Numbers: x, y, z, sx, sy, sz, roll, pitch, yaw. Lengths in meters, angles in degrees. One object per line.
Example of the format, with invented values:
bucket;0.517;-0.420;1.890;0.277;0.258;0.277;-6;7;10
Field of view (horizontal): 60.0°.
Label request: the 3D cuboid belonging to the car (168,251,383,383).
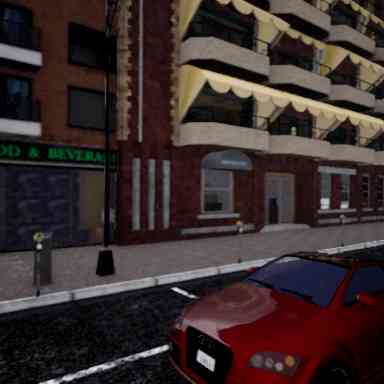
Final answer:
car;1.767;1.588;4.638;4.181;1.385;1.994;0;0;-35
